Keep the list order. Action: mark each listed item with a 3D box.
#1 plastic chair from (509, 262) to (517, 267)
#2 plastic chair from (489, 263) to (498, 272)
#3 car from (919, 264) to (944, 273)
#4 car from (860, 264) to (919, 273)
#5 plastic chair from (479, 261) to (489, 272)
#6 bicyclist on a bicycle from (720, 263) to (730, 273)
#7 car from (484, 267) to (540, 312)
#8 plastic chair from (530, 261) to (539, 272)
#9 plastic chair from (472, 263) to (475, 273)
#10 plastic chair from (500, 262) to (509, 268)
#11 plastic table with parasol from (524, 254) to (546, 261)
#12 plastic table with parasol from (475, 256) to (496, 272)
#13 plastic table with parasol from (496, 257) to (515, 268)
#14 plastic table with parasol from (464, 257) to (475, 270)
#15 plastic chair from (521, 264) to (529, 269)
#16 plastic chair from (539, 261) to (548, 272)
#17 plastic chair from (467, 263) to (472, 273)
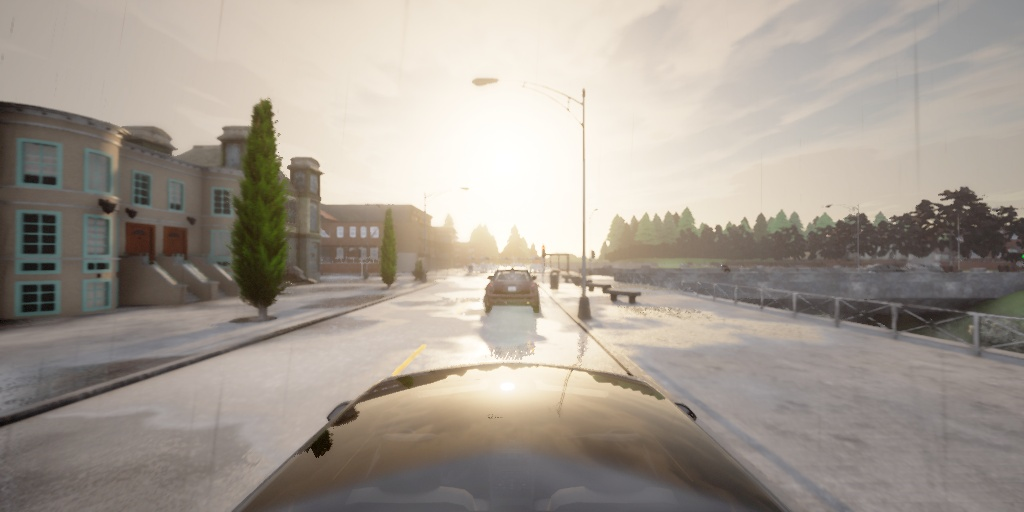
[{"bbox_3d":[0.130,1.962,64.421,0.730,1.272,0.750,0,0,0],"label":"plastic chair"},{"bbox_3d":[-2.968,1.886,57.421,0.730,1.272,0.750,0,0,0],"label":"plastic chair"},{"bbox_3d":[47.028,1.676,41.667,4.902,1.511,2.128,0,-1,0],"label":"car"},{"bbox_3d":[39.006,1.645,37.644,4.892,1.490,1.837,0,-1,0],"label":"car"},{"bbox_3d":[-4.368,1.874,56.320,0.750,1.272,0.730,0,0,0],"label":"plastic chair"},{"bbox_3d":[19.807,1.442,33.341,0.582,1.620,1.656,0,-1,0],"label":"bicyclist on a bicycle"},{"bbox_3d":[0.017,1.249,15.259,2.097,1.767,4.553,0,-1,0],"label":"car"},{"bbox_3d":[3.432,1.865,55.522,0.750,1.272,0.730,0,0,0],"label":"plastic chair"},{"bbox_3d":[-5.568,1.888,57.620,0.730,1.272,0.750,0,0,0],"label":"plastic chair"},{"bbox_3d":[-1.270,1.950,63.321,0.750,1.272,0.730,0,0,0],"label":"plastic chair"},{"bbox_3d":[3.572,1.275,56.792,2.482,2.480,2.482,0,0,0],"label":"plastic table with parasol"},{"bbox_3d":[-4.248,1.283,57.540,2.482,2.480,2.482,0,0,0],"label":"plastic table with parasol"},{"bbox_3d":[-1.220,1.359,64.521,2.482,2.480,2.482,0,0,0],"label":"plastic table with parasol"},{"bbox_3d":[-7.140,1.355,64.129,2.482,2.480,2.482,0,0,0],"label":"plastic table with parasol"},{"bbox_3d":[2.232,1.879,56.822,0.730,1.272,0.750,0,0,0],"label":"plastic chair"},{"bbox_3d":[4.832,1.877,56.622,0.730,1.272,0.750,0,0,0],"label":"plastic chair"},{"bbox_3d":[-7.066,1.946,62.951,0.750,1.272,0.730,0,0,-1],"label":"plastic chair"}]
